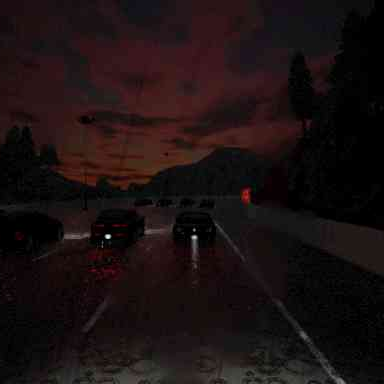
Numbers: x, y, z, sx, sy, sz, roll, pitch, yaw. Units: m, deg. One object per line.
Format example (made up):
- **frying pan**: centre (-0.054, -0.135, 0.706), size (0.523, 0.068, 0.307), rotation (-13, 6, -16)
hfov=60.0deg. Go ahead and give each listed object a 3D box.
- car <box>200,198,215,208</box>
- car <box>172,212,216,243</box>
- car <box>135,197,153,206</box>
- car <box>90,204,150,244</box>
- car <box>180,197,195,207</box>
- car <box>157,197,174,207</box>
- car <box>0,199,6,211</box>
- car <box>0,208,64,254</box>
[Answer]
- **car**: centre (2.403, 1.652, 51.179), size (1.994, 1.385, 4.181), rotation (0, 0, 9)
- **car**: centre (0.106, 1.629, 16.217), size (1.895, 1.301, 4.718), rotation (0, 0, 0)
- **car**: centre (-7.789, 1.586, 54.014), size (2.128, 1.511, 4.902), rotation (0, 0, 10)
- **car**: centre (-3.393, 1.534, 15.869), size (1.837, 1.490, 4.892), rotation (0, 0, 0)
- **car**: centre (-0.697, 1.599, 54.093), size (1.837, 1.490, 4.892), rotation (-1, 0, 10)
- **car**: centre (-4.298, 1.599, 53.810), size (1.837, 1.490, 4.892), rotation (-1, 0, 10)
- **car**: centre (-23.929, 1.574, 38.535), size (1.837, 1.490, 4.892), rotation (0, 0, 5)
- **car**: centre (-6.896, 1.530, 13.626), size (1.837, 1.490, 4.892), rotation (0, 0, 0)
